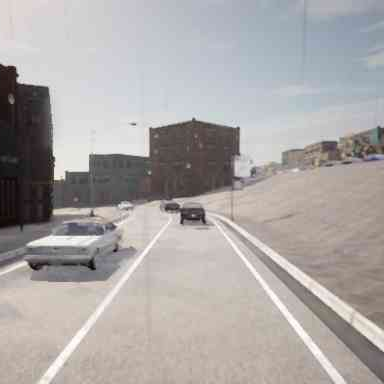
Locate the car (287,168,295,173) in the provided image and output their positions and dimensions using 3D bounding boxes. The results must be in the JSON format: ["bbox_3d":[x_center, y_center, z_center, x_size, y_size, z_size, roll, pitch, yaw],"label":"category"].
[{"bbox_3d":[21.378,-4.189,67.212,2.002,1.452,4.674,0,1,-1],"label":"car"}]

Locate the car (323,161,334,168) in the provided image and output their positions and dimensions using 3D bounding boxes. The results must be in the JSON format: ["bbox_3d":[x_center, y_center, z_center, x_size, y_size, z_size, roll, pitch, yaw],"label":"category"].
[{"bbox_3d":[21.735,-4.035,50.782,2.231,1.521,4.892,0,1,-1],"label":"car"}]

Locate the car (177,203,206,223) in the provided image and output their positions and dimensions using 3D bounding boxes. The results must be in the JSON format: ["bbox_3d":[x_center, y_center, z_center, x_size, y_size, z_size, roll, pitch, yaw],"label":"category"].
[{"bbox_3d":[-0.005,1.567,26.208,1.882,1.535,5.008,0,-1,-2],"label":"car"}]

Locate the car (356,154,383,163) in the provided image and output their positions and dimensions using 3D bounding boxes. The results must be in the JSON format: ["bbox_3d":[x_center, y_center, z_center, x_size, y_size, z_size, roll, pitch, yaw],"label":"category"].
[{"bbox_3d":[22.096,-3.821,39.722,2.002,1.452,4.674,0,1,-2],"label":"car"}]

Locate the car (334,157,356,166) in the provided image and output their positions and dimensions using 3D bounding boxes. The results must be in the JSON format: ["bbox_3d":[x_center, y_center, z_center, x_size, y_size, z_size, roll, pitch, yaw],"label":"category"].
[{"bbox_3d":[21.863,-3.957,45.264,2.231,1.521,4.892,0,1,-1],"label":"car"}]

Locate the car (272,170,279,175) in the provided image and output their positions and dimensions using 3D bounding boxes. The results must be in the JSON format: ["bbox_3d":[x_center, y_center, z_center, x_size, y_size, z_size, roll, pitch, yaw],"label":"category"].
[{"bbox_3d":[21.135,-4.481,78.404,2.185,1.767,4.553,0,1,-1],"label":"car"}]

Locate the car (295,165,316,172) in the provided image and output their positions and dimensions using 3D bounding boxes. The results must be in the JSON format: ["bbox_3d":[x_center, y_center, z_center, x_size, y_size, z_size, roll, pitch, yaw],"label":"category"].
[{"bbox_3d":[21.497,-4.292,61.719,2.185,1.767,4.553,0,1,-1],"label":"car"}]

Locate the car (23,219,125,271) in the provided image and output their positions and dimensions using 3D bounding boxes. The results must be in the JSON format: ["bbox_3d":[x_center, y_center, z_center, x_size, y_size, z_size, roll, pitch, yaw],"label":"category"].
[{"bbox_3d":[-3.602,1.600,11.031,1.895,1.301,4.718,0,0,0],"label":"car"}]

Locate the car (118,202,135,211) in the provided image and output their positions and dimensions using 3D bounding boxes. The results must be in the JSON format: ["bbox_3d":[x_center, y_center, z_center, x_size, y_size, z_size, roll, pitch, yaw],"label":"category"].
[{"bbox_3d":[-10.459,2.287,52.733,1.812,1.442,4.674,-1,-2,-27],"label":"car"}]

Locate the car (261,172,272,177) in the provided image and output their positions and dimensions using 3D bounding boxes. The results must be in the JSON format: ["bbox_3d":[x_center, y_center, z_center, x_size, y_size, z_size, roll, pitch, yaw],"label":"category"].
[{"bbox_3d":[20.895,-4.462,89.419,2.231,1.521,4.892,0,1,-1],"label":"car"}]

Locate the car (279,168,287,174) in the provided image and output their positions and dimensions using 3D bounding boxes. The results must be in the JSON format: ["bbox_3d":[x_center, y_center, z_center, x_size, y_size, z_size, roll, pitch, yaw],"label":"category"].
[{"bbox_3d":[21.255,-4.421,72.885,2.185,1.767,4.553,0,1,-1],"label":"car"}]

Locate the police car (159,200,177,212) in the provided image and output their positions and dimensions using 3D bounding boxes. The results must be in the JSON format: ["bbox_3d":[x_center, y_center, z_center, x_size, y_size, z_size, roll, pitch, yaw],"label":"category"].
[{"bbox_3d":[-3.107,1.840,44.482,1.930,1.638,5.238,0,-1,-17],"label":"police car"}]
